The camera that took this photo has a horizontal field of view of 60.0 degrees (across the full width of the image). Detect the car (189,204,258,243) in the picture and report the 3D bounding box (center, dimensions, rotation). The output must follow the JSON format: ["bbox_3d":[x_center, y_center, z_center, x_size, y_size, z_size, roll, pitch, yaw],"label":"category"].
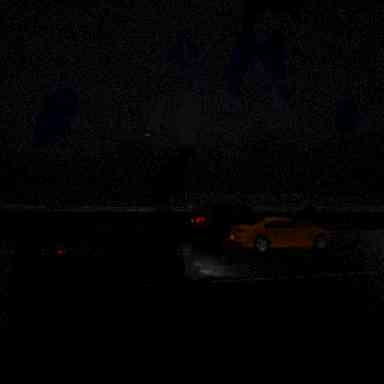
[{"bbox_3d":[2.590,1.733,19.147,5.566,2.045,2.150,1,-1,-16],"label":"car"}]

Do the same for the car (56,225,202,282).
[{"bbox_3d":[-2.072,1.872,10.579,4.181,1.385,1.994,1,-1,-16],"label":"car"}]

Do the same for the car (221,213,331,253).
[{"bbox_3d":[4.220,1.955,15.963,5.008,1.535,1.882,1,-1,-16],"label":"car"}]
